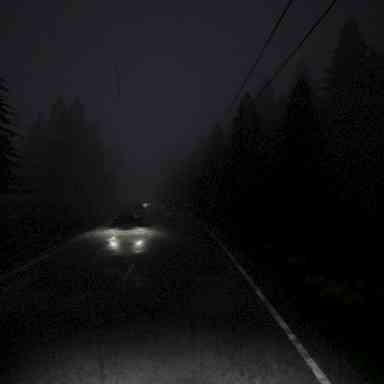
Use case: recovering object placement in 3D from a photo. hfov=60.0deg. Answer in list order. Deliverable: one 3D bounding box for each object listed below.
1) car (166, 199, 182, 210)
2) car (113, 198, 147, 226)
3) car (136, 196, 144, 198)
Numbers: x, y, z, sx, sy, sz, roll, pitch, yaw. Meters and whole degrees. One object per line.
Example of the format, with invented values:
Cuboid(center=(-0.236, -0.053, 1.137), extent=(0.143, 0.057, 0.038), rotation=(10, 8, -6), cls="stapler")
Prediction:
Cuboid(center=(-2.344, 1.538, 41.886), extent=(1.895, 1.301, 4.718), rotation=(0, 0, -5), cls="car")
Cuboid(center=(-4.255, 1.445, 23.095), extent=(1.882, 1.535, 5.008), rotation=(0, 0, -4), cls="car")
Cuboid(center=(-9.988, 1.508, 64.385), extent=(1.895, 1.301, 4.718), rotation=(0, 0, -17), cls="car")
